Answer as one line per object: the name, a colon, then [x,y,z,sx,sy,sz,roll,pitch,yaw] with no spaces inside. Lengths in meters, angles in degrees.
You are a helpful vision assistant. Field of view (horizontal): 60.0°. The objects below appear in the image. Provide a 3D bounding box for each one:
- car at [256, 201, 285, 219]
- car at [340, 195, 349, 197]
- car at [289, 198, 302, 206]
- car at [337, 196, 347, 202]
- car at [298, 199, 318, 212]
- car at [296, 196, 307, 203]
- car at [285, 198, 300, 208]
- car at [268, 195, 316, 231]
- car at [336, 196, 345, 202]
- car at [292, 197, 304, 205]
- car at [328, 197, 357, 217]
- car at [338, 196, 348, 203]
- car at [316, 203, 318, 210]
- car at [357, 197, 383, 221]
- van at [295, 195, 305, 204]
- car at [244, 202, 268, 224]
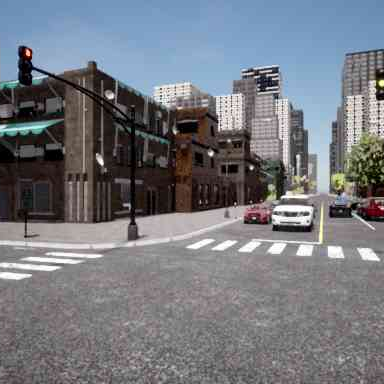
car: [7.181,1.579,29.932,1.947,1.339,4.313,0,0,22]
car: [27.136,1.637,57.700,1.802,1.307,4.206,0,0,22]
car: [17.313,1.627,55.633,1.802,1.307,4.206,0,0,22]
car: [35.242,1.681,78.261,1.802,1.307,4.206,0,0,22]
car: [14.055,1.572,40.035,2.033,1.411,5.357,0,0,22]
car: [23.393,1.626,71.055,2.008,1.369,4.403,0,0,22]
car: [15.287,1.619,50.494,1.802,1.307,4.206,0,0,22]
car: [6.499,1.229,21.103,2.150,2.045,5.566,0,0,22]
car: [37.269,1.677,83.403,1.947,1.339,4.313,0,0,22]
car: [19.277,1.579,60.615,1.752,1.417,4.829,0,0,22]
car: [14.240,1.509,32.051,2.128,1.511,4.902,0,0,22]
car: [33.278,1.613,73.280,1.752,1.417,4.829,0,0,22]
car: [10.203,1.579,30.447,1.994,1.385,4.181,0,0,22]
car: [14.978,1.329,26.859,2.192,1.841,5.009,0,0,22]
van: [21.367,1.405,65.914,1.690,1.788,3.998,0,0,22]
car: [5.074,1.554,24.828,1.887,1.381,4.507,0,0,22]
